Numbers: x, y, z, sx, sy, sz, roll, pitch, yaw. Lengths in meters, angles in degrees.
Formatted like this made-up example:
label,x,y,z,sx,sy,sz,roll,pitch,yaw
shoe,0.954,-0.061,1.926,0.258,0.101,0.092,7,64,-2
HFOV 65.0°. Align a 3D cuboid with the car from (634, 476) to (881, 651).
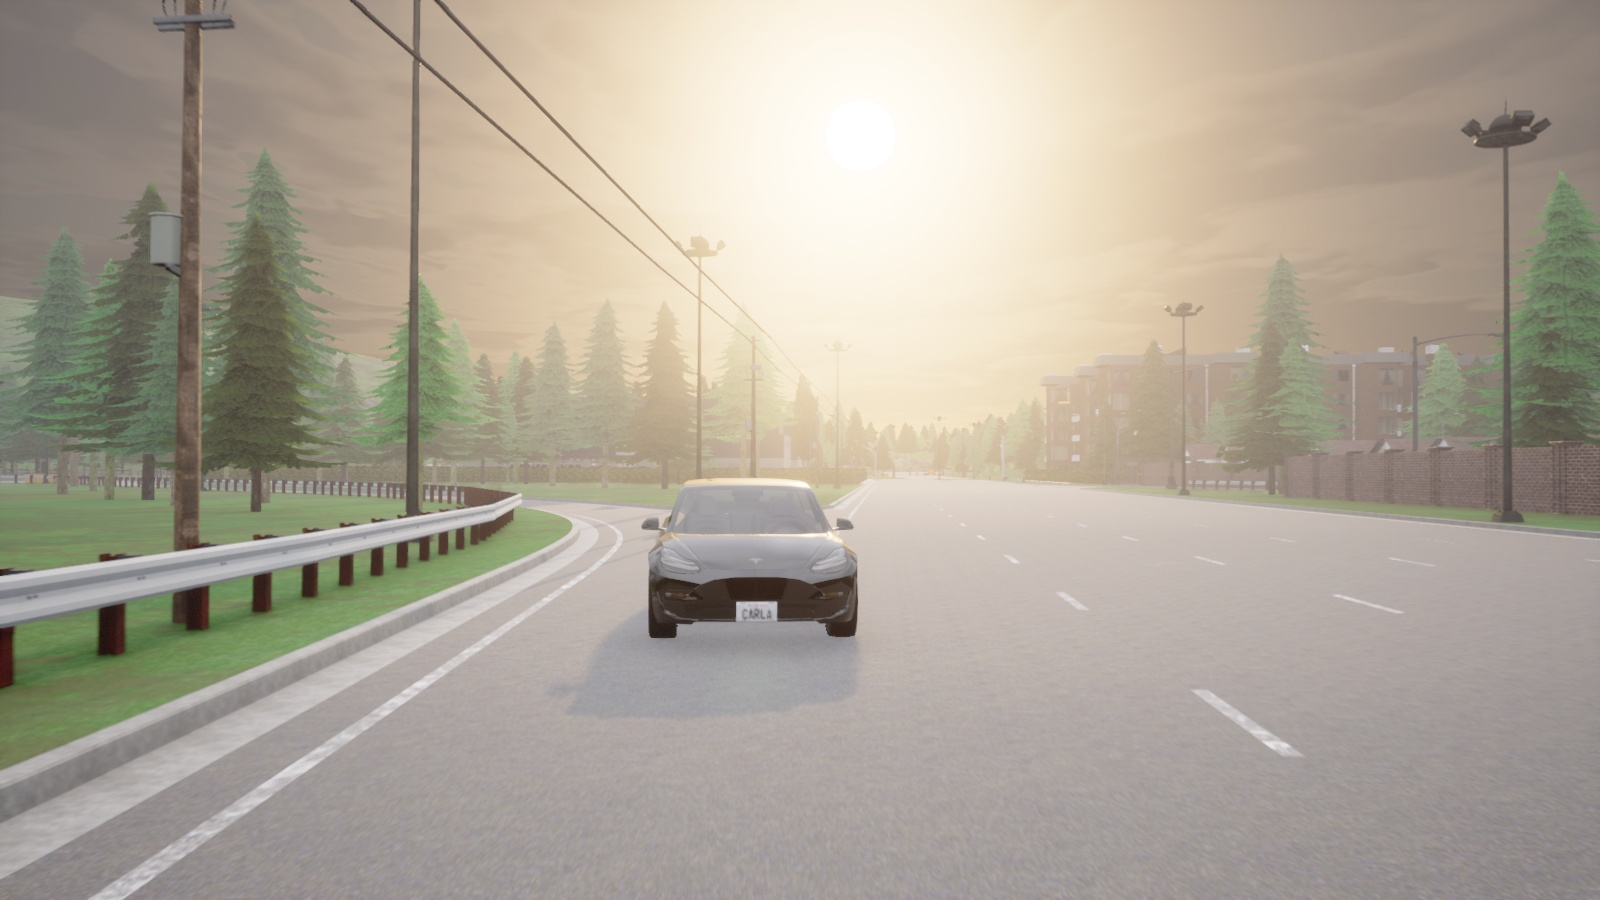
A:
label,x,y,z,sx,sy,sz,roll,pitch,yaw
car,-0.571,1.041,13.396,2.163,1.488,4.792,0,-1,-5
